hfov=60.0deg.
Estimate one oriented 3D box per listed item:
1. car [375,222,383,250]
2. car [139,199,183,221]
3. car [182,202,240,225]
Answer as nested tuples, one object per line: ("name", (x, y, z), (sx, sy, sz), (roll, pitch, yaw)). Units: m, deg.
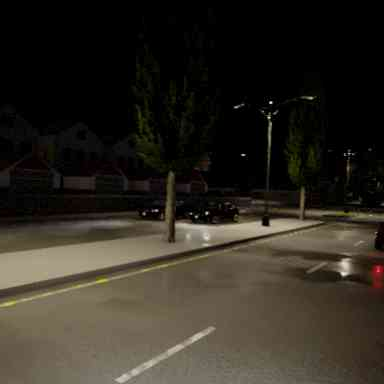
("car", (9.756, 1.894, 15.394), (1.812, 1.442, 4.674), (3, 0, 36))
("car", (-1.872, 1.305, 25.129), (2.128, 1.511, 4.902), (3, 0, 36))
("car", (1.732, 1.477, 24.126), (1.837, 1.490, 4.892), (3, 0, 36))
